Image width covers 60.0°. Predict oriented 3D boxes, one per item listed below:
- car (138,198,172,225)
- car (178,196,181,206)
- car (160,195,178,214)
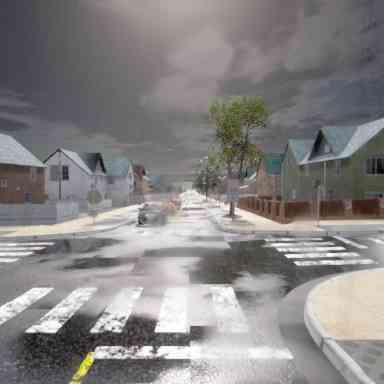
[{"bbox_3d":[-2.798,1.476,24.234,2.128,1.511,4.902,0,0,-2],"label":"car"},{"bbox_3d":[-2.804,1.317,52.649,2.097,1.767,4.553,0,0,0],"label":"car"},{"bbox_3d":[-2.840,1.330,34.301,2.097,1.767,4.553,0,0,0],"label":"car"}]
